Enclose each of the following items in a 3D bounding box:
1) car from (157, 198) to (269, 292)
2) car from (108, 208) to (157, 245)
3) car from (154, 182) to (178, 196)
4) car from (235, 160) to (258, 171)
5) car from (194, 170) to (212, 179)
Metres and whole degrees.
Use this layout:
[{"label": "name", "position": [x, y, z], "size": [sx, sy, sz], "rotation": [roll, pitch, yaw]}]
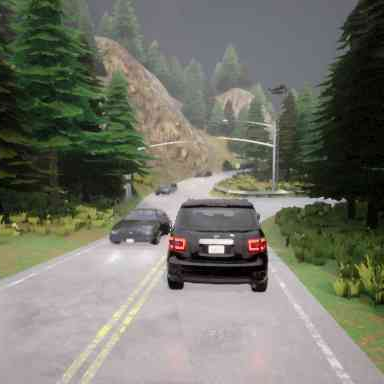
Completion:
[{"label": "car", "position": [0.704, 1.172, 9.001], "size": [2.150, 2.045, 5.566], "rotation": [0, 0, 5]}, {"label": "car", "position": [-2.126, 1.452, 15.271], "size": [2.033, 1.411, 5.357], "rotation": [0, 0, 5]}, {"label": "car", "position": [-3.227, -0.498, 43.143], "size": [2.033, 1.411, 5.357], "rotation": [1, 9, 12]}, {"label": "car", "position": [11.651, -5.753, 71.058], "size": [5.566, 2.045, 2.150], "rotation": [-9, 9, -36]}, {"label": "car", "position": [2.006, -3.245, 59.515], "size": [1.994, 1.385, 4.181], "rotation": [2, 10, 26]}]
